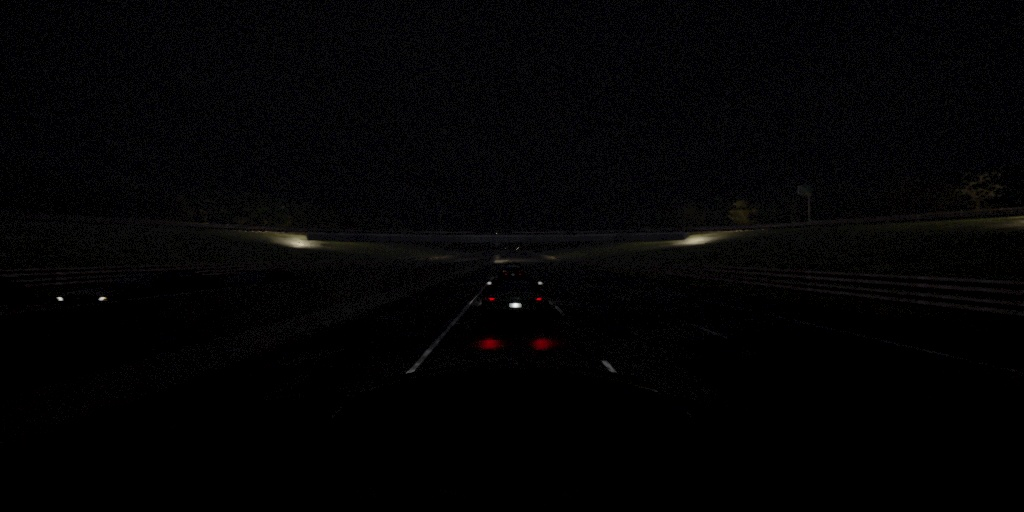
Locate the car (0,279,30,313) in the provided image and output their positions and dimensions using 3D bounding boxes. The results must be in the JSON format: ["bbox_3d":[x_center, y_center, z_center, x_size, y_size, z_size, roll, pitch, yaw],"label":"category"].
[{"bbox_3d":[-17.583,1.257,10.256,1.837,1.490,4.892,0,0,0],"label":"car"}]

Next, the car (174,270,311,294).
[{"bbox_3d":[-10.557,1.296,15.070,2.033,1.411,5.357,0,0,1],"label":"car"}]

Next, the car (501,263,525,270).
[{"bbox_3d":[0.086,1.264,29.304,1.812,1.442,4.674,0,0,0],"label":"car"}]

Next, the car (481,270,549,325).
[{"bbox_3d":[0.096,1.313,11.774,1.994,1.385,4.181,0,0,0],"label":"car"}]

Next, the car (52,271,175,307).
[{"bbox_3d":[-14.068,1.297,14.248,2.033,1.411,5.357,0,0,0],"label":"car"}]
